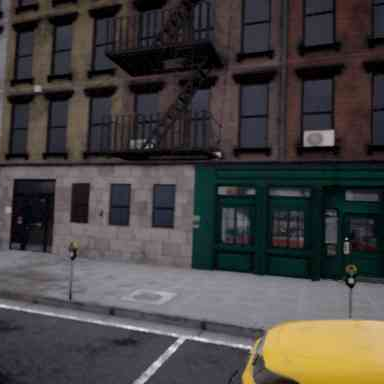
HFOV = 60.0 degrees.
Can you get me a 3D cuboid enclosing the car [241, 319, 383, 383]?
[{"bbox_3d":[3.210,1.765,3.118,5.366,1.575,1.801,1,-3,19],"label":"car"}]
